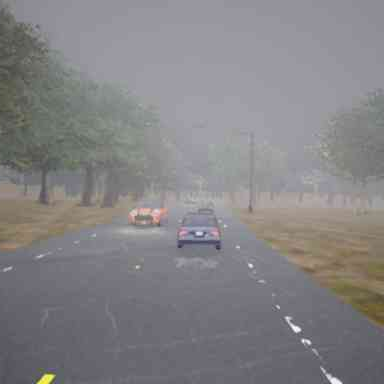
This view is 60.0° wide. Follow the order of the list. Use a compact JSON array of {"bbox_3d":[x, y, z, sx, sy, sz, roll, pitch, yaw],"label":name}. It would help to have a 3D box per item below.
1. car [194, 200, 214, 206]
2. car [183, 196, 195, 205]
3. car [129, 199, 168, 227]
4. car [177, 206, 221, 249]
[{"bbox_3d":[1.678,1.715,39.907,2.033,1.411,5.357,2,1,4],"label":"car"},{"bbox_3d":[-0.465,1.548,64.399,2.097,1.767,4.553,2,0,4],"label":"car"},{"bbox_3d":[-2.965,1.341,23.448,2.097,1.767,4.553,0,1,3],"label":"car"},{"bbox_3d":[0.370,1.627,15.207,2.033,1.411,5.357,1,0,2],"label":"car"}]
